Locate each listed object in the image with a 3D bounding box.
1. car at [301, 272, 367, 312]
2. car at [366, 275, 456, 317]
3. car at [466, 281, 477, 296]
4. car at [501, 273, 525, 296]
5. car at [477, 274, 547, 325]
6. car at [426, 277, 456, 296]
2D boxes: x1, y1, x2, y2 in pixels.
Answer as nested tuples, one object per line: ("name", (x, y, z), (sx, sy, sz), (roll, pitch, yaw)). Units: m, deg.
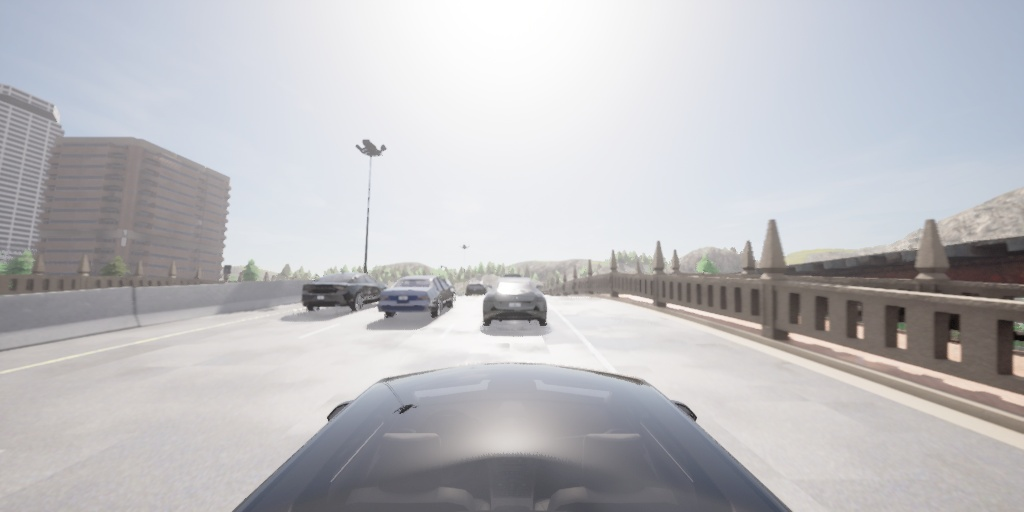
("car", (-6.926, 1.468, 15.443), (1.882, 1.535, 5.008), (0, -3, 0))
("car", (-3.423, 1.465, 13.763), (2.033, 1.411, 5.357), (0, -2, 0))
("car", (-3.468, 3.277, 35.991), (2.128, 1.511, 4.902), (0, -7, 0))
("car", (0.022, 2.869, 34.921), (2.150, 2.045, 5.566), (0, -7, -1))
("car", (0.080, 1.425, 12.231), (1.994, 1.385, 4.181), (0, -2, 0))
("car", (-6.968, 3.121, 35.841), (2.097, 1.767, 4.553), (0, -7, 0))
